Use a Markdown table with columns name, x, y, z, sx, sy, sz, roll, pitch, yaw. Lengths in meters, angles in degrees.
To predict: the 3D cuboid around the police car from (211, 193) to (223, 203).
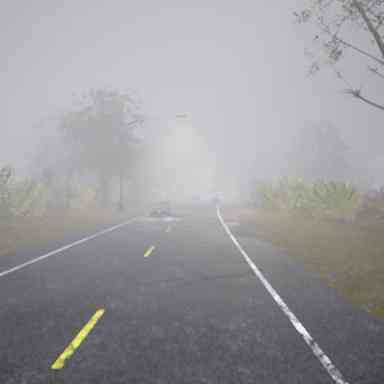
| name | x | y | z | sx | sy | sz | roll | pitch | yaw |
| --- | --- | --- | --- | --- | --- | --- | --- | --- | --- |
| police car | 4.942 | 1.499 | 68.760 | 1.930 | 1.638 | 5.238 | 0 | 0 | 6 |

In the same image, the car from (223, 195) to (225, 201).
| name | x | y | z | sx | sy | sz | roll | pitch | yaw |
| --- | --- | --- | --- | --- | --- | --- | --- | --- | --- |
| car | 6.120 | 1.332 | 78.566 | 2.150 | 2.045 | 5.566 | 0 | 0 | 7 |

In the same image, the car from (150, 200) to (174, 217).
| name | x | y | z | sx | sy | sz | roll | pitch | yaw |
| --- | --- | --- | --- | --- | --- | --- | --- | --- | --- |
| car | -2.743 | 1.499 | 31.399 | 1.837 | 1.490 | 4.892 | 0 | 0 | 3 |

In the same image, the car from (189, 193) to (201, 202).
| name | x | y | z | sx | sy | sz | roll | pitch | yaw |
| --- | --- | --- | --- | --- | --- | --- | --- | --- | --- |
| car | 0.780 | 1.205 | 72.388 | 2.150 | 2.045 | 5.566 | 0 | 0 | 7 |
